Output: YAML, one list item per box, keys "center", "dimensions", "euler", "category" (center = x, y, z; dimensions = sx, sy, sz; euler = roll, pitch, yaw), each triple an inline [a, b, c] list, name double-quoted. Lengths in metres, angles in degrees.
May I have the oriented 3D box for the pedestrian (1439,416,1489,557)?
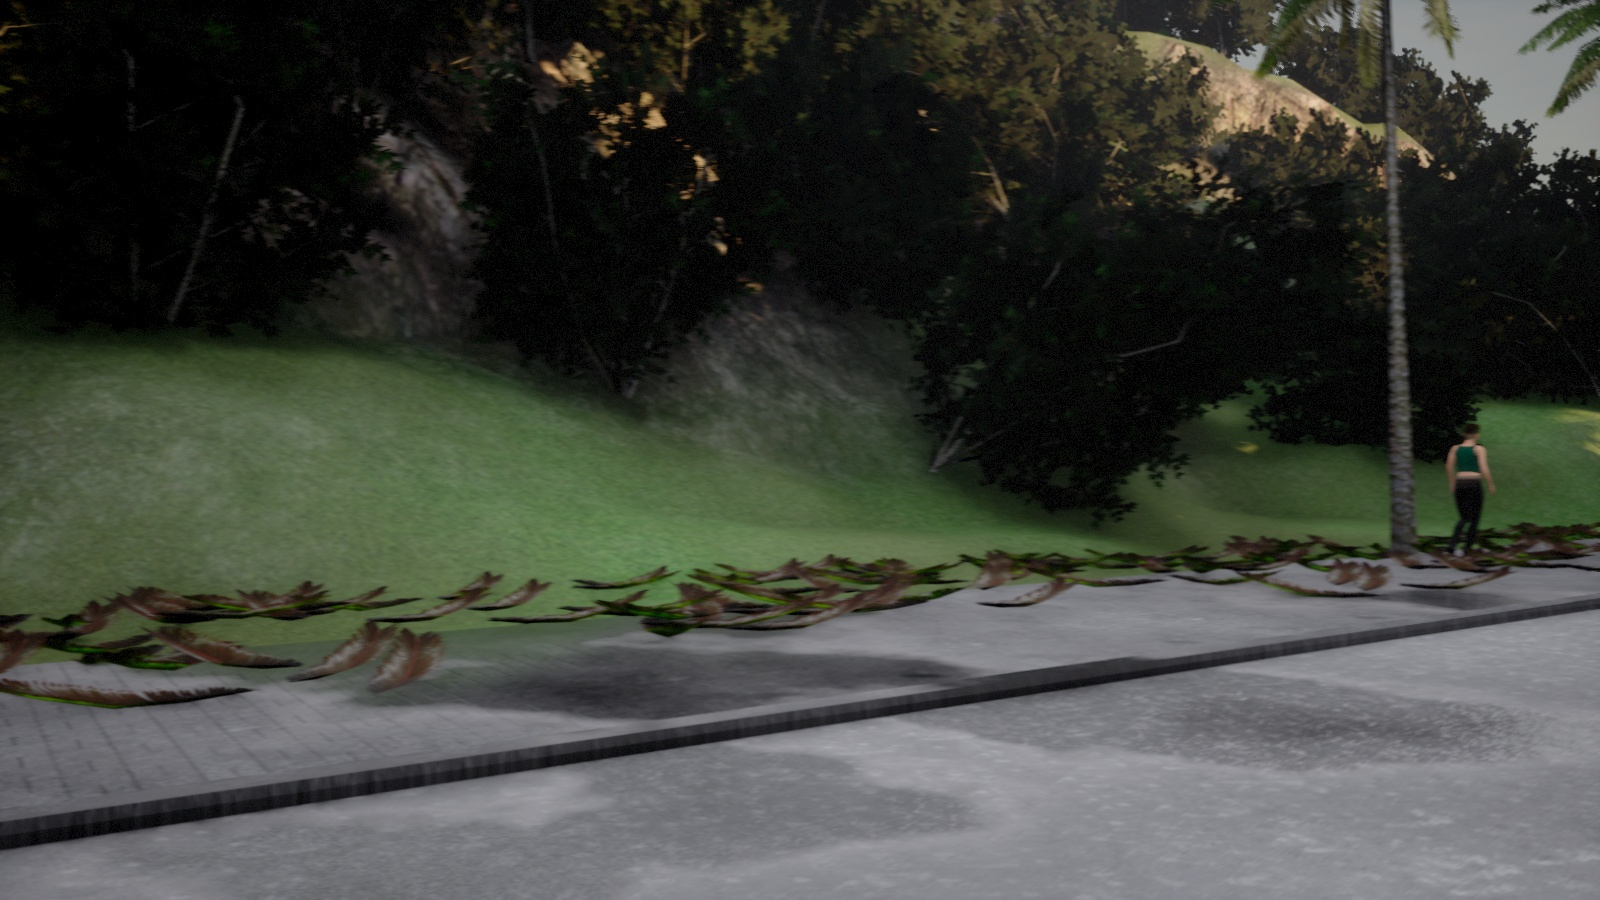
- center: [8.807, 0.470, 16.650]
  dimensions: [0.594, 1.836, 0.345]
  euler: [0, 0, -34]
  category: "pedestrian"
